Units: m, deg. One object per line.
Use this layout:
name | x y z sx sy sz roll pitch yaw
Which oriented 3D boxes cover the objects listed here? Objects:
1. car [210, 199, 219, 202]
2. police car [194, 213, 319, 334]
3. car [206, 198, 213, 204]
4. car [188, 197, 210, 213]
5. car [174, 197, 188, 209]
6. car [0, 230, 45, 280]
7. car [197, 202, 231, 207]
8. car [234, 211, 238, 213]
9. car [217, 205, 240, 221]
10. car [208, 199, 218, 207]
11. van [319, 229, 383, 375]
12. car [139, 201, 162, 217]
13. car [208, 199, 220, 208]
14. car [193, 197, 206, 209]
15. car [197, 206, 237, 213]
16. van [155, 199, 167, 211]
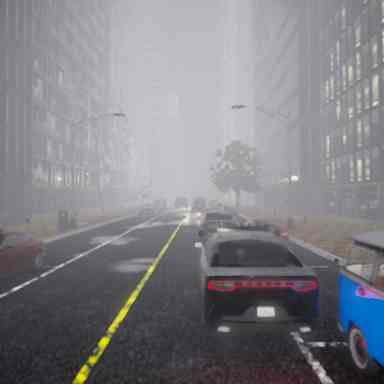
car | 3.636 2.004 42.907 2.008 1.369 4.403 0 -1 1
police car | 1.088 1.501 7.239 1.930 1.638 5.238 0 -1 1
car | 4.600 2.425 88.435 1.887 1.381 4.507 0 -1 1
car | 0.988 1.835 44.426 2.097 1.767 4.553 0 -1 2
car | -1.772 1.839 56.462 2.150 2.045 5.566 0 -1 1
car | -5.467 1.713 8.942 1.802 1.307 4.206 0 -1 1
car | 1.429 1.708 23.314 1.801 1.575 5.366 0 -1 1
car | 3.033 1.727 14.452 1.802 1.307 4.206 0 -1 1
car | 3.394 1.915 31.525 1.802 1.307 4.206 0 -1 1
car | 4.117 2.113 65.672 1.967 1.590 4.097 0 -1 1
van | 2.790 1.361 3.074 1.690 1.788 3.998 0 -1 1
car | -4.864 1.994 37.397 2.008 1.369 4.403 0 -1 1
car | 3.997 2.059 59.981 1.967 1.590 4.097 0 -1 1
car | 1.260 1.836 57.912 2.150 2.045 5.566 0 -1 1
car | 1.298 1.690 17.125 1.837 1.490 4.892 0 -1 1
van | -4.623 1.900 48.781 1.690 1.788 3.998 0 -1 1
